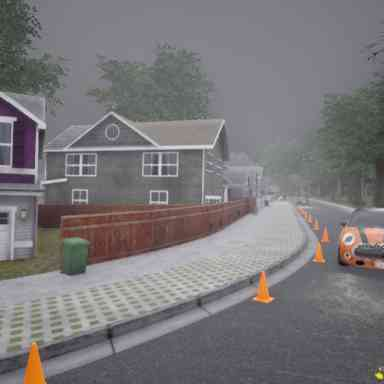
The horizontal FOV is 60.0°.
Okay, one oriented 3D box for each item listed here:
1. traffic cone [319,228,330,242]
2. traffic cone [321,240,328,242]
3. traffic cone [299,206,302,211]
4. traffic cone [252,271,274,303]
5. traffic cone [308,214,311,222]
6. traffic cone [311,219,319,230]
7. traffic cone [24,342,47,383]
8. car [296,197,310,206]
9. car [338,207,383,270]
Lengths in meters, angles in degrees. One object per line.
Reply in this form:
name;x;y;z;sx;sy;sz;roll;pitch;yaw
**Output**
traffic cone;5.929;1.901;14.778;0.340;0.580;0.340;1;0;19
traffic cone;4.059;1.914;10.629;0.340;0.580;0.340;1;1;29
traffic cone;11.299;1.945;33.892;0.340;0.580;0.340;1;0;16
traffic cone;1.476;1.933;6.881;0.340;0.580;0.340;0;0;40
traffic cone;8.616;1.916;24.256;0.340;0.580;0.340;1;0;16
traffic cone;7.276;1.903;19.438;0.340;0.580;0.340;1;0;16
traffic cone;-1.735;1.953;3.657;0.340;0.580;0.340;0;0;-40
car;19.033;1.574;57.254;2.128;1.511;4.902;1;0;13
car;5.972;1.326;10.734;2.097;1.767;4.553;1;0;26
